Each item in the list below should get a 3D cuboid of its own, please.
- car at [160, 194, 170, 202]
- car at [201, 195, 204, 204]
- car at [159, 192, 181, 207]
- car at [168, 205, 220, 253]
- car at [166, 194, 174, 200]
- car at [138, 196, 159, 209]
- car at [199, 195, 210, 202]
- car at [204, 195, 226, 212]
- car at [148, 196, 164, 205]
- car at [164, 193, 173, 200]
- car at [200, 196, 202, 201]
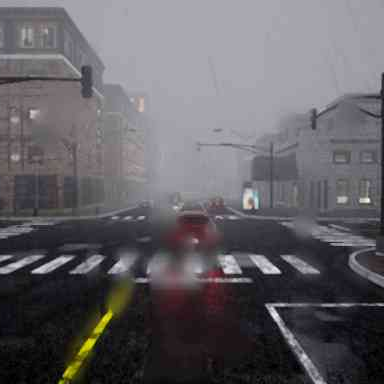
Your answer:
[{"bbox_3d":[-5.734,1.263,70.534,1.752,1.417,4.829,0,0,0],"label":"car"},{"bbox_3d":[2.659,1.391,47.934,1.802,1.307,4.206,0,0,0],"label":"car"},{"bbox_3d":[-3.107,1.160,48.133,2.097,1.767,4.553,0,0,0],"label":"car"},{"bbox_3d":[0.070,1.481,13.407,1.812,1.442,4.674,0,0,0],"label":"car"},{"bbox_3d":[-5.744,1.216,87.623,1.752,1.417,4.829,-1,0,0],"label":"car"},{"bbox_3d":[-5.718,1.379,42.221,2.008,1.369,4.403,0,0,0],"label":"car"},{"bbox_3d":[2.646,1.287,70.721,2.008,1.369,4.403,-1,0,0],"label":"car"},{"bbox_3d":[2.665,1.288,36.540,1.967,1.590,4.097,0,0,0],"label":"car"},{"bbox_3d":[-5.724,1.341,53.614,2.008,1.369,4.403,0,0,0],"label":"car"},{"bbox_3d":[-5.742,1.145,82.096,1.967,1.590,4.097,-1,0,0],"label":"car"},{"bbox_3d":[2.656,1.341,53.631,2.008,1.369,4.403,0,0,0],"label":"car"}]
